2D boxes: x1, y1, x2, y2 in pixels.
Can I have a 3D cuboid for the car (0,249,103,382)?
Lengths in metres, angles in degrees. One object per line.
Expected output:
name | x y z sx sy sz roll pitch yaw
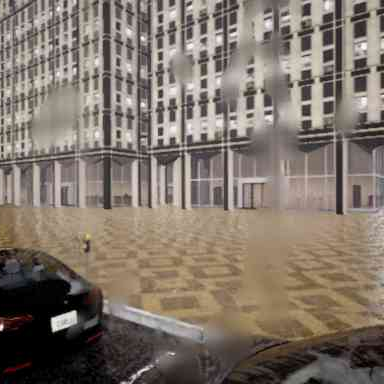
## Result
car | -3.206 1.569 5.163 4.313 1.339 1.947 0 0 36

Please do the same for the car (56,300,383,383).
car | 1.379 1.566 1.892 4.313 1.339 1.947 0 0 36
